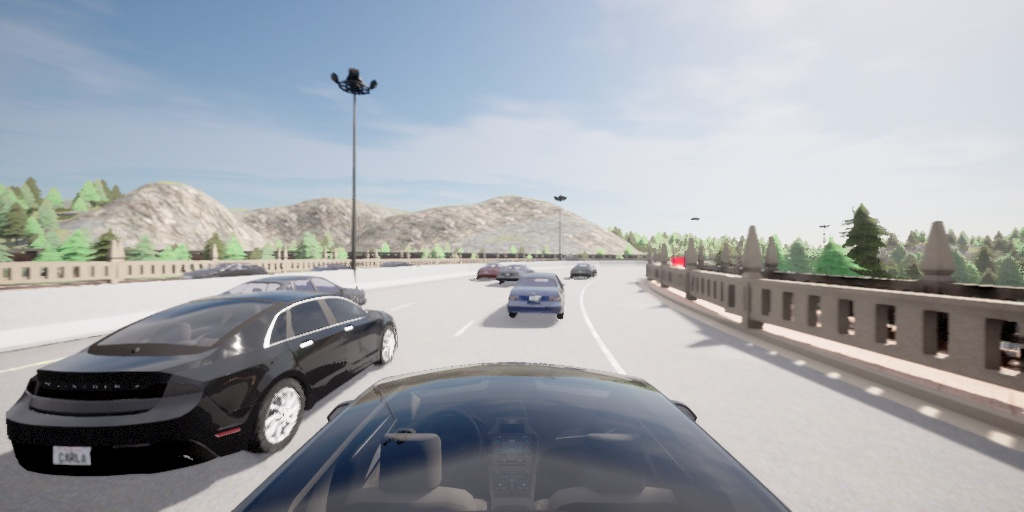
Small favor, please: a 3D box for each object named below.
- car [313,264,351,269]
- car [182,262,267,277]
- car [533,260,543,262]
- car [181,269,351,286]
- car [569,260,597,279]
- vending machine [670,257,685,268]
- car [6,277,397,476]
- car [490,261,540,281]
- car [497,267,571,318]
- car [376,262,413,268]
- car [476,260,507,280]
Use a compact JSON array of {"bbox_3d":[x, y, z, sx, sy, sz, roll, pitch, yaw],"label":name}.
[{"bbox_3d":[-13.972,1.268,27.458,1.994,1.385,4.181,0,0,15],"label":"car"},{"bbox_3d":[-18.541,1.170,23.366,2.128,1.511,4.902,0,0,12],"label":"car"},{"bbox_3d":[4.080,1.373,64.304,2.033,1.411,5.357,0,0,37],"label":"car"},{"bbox_3d":[-6.349,1.274,10.471,2.033,1.411,5.357,0,0,6],"label":"car"},{"bbox_3d":[6.873,1.377,34.095,1.994,1.385,4.181,0,0,22],"label":"car"},{"bbox_3d":[11.937,1.026,25.868,1.100,2.100,0.880,0,0,19],"label":"vending machine"},{"bbox_3d":[-3.197,1.242,5.094,1.837,1.490,4.892,0,0,2],"label":"car"},{"bbox_3d":[0.429,1.322,26.644,2.033,1.411,5.357,0,0,17],"label":"car"},{"bbox_3d":[1.012,1.313,13.126,2.033,1.411,5.357,0,0,8],"label":"car"},{"bbox_3d":[-9.801,1.231,29.476,1.837,1.490,4.892,0,0,17],"label":"car"},{"bbox_3d":[-1.528,1.333,31.646,1.994,1.385,4.181,0,0,19],"label":"car"}]
